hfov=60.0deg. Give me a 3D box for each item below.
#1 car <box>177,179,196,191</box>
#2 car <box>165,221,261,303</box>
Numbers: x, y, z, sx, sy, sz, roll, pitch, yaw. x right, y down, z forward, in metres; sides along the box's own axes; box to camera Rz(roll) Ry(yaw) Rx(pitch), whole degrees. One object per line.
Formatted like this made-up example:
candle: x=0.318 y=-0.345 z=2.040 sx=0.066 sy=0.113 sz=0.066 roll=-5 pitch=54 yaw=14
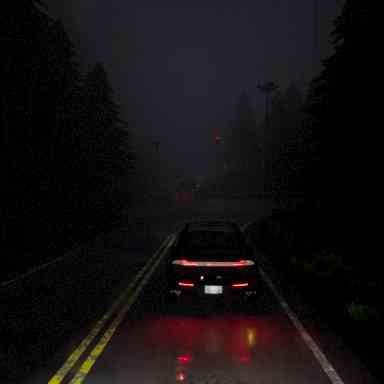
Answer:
car: x=-0.701 y=-1.070 z=45.224 sx=1.812 sy=1.442 sz=4.674 roll=1 pitch=9 yaw=14
car: x=0.448 y=1.466 z=8.175 sx=2.128 sy=1.511 sz=4.902 roll=0 pitch=0 yaw=2
